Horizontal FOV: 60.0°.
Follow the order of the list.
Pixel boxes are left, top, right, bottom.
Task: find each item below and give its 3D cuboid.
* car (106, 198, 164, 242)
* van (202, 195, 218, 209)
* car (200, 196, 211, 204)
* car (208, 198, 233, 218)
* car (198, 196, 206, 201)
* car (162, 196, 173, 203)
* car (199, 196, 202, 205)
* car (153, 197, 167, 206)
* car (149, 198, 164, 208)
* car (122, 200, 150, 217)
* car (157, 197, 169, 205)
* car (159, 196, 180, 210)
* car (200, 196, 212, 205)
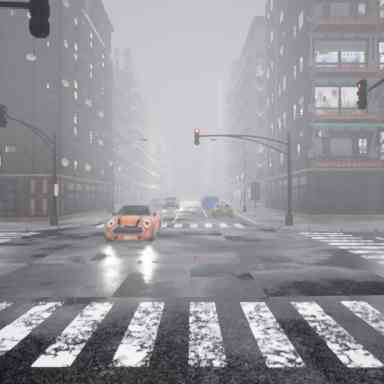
[{"bbox_3d":[-2.745,1.355,16.397,2.097,1.767,4.553,0,0,0],"label":"car"},{"bbox_3d":[2.622,1.365,44.027,1.690,1.788,3.998,1,0,0],"label":"van"},{"bbox_3d":[2.593,1.602,66.649,2.008,1.369,4.403,1,0,0],"label":"car"},{"bbox_3d":[2.713,1.537,30.194,1.752,1.417,4.829,1,0,0],"label":"car"},{"bbox_3d":[2.598,1.625,83.617,1.887,1.381,4.507,1,0,0],"label":"car"},{"bbox_3d":[-5.285,1.611,72.256,2.008,1.369,4.403,1,0,0],"label":"car"},{"bbox_3d":[2.591,1.345,49.681,2.192,1.841,5.009,1,0,0],"label":"car"},{"bbox_3d":[-5.290,1.562,55.112,1.752,1.417,4.829,1,0,0],"label":"car"},{"bbox_3d":[-5.292,1.612,49.624,1.802,1.307,4.206,1,0,0],"label":"car"},{"bbox_3d":[-5.426,1.564,32.651,2.008,1.369,4.403,1,0,0],"label":"car"},{"bbox_3d":[-5.289,1.626,60.940,1.802,1.307,4.206,1,0,0],"label":"car"},{"bbox_3d":[-2.736,1.369,44.131,2.097,1.767,4.553,0,0,0],"label":"car"},{"bbox_3d":[2.593,1.484,60.993,1.967,1.590,4.097,1,0,0],"label":"car"}]
